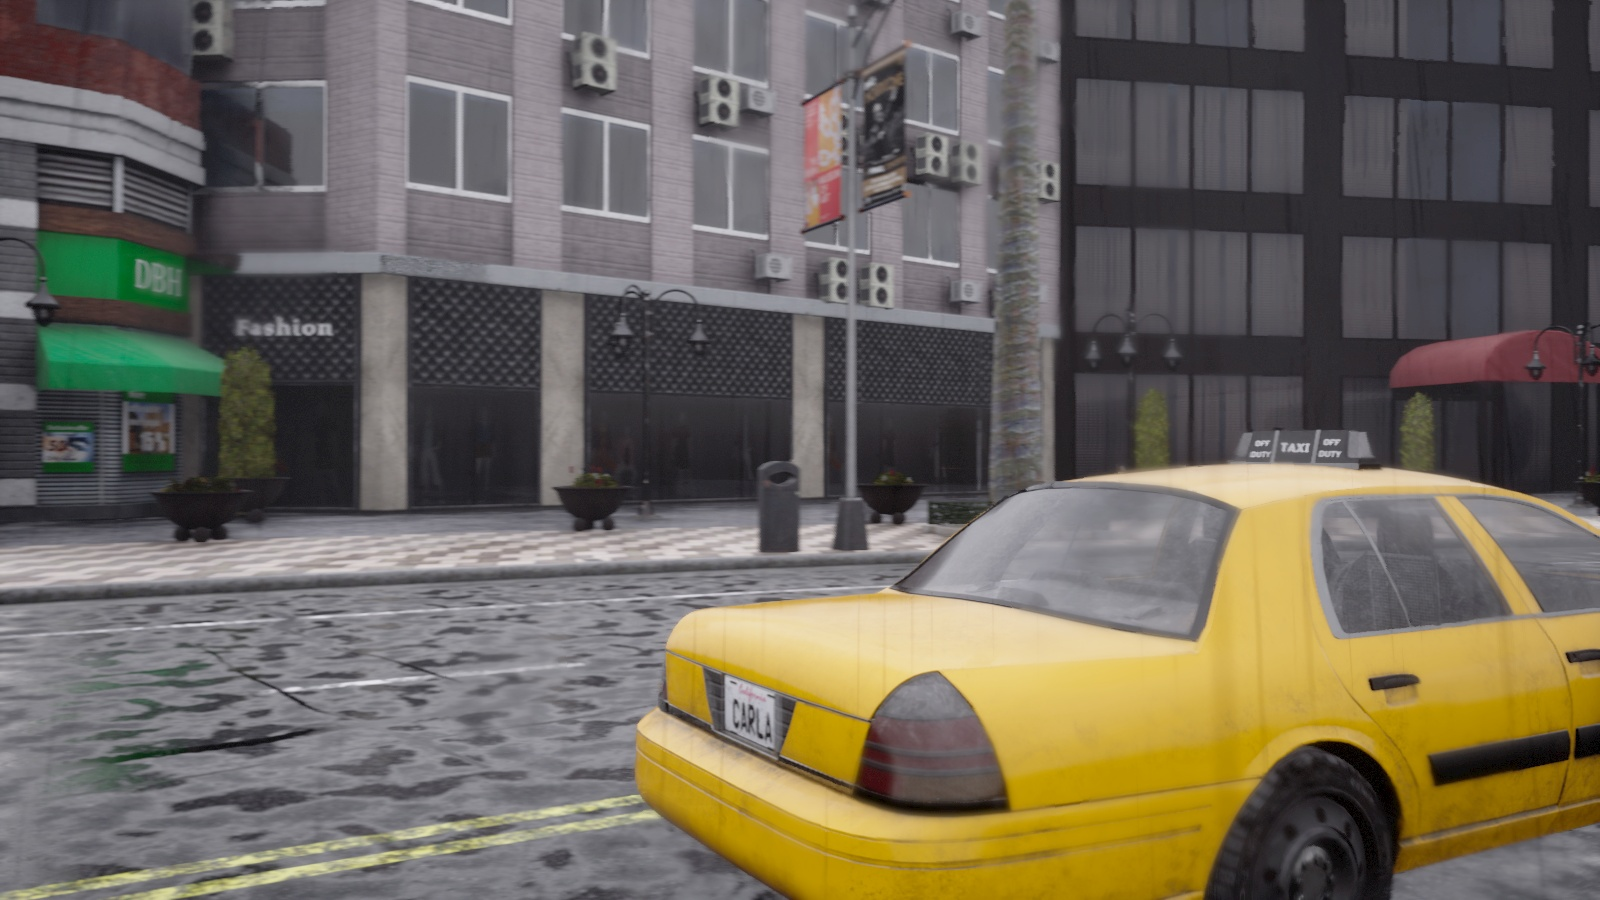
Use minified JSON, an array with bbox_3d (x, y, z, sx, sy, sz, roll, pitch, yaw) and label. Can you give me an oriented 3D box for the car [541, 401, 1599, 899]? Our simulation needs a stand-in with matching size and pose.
[{"bbox_3d":[1.931,0.688,4.648,5.366,1.575,1.801,0,0,-29],"label":"car"}]
